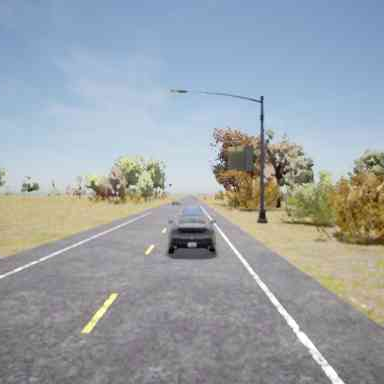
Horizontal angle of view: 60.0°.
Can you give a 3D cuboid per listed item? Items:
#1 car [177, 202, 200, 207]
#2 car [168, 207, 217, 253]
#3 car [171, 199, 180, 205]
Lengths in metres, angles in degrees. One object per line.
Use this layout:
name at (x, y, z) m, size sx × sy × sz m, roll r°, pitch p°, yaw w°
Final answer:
car at (0.013, 1.809, 28.993) m, size 2.033 × 1.411 × 5.357 m, roll 0°, pitch 0°, yaw 0°
car at (0.010, 1.640, 14.307) m, size 1.837 × 1.490 × 4.892 m, roll 0°, pitch 0°, yaw 0°
car at (-3.470, 2.221, 71.771) m, size 1.895 × 1.301 × 4.718 m, roll 0°, pitch 0°, yaw 0°
